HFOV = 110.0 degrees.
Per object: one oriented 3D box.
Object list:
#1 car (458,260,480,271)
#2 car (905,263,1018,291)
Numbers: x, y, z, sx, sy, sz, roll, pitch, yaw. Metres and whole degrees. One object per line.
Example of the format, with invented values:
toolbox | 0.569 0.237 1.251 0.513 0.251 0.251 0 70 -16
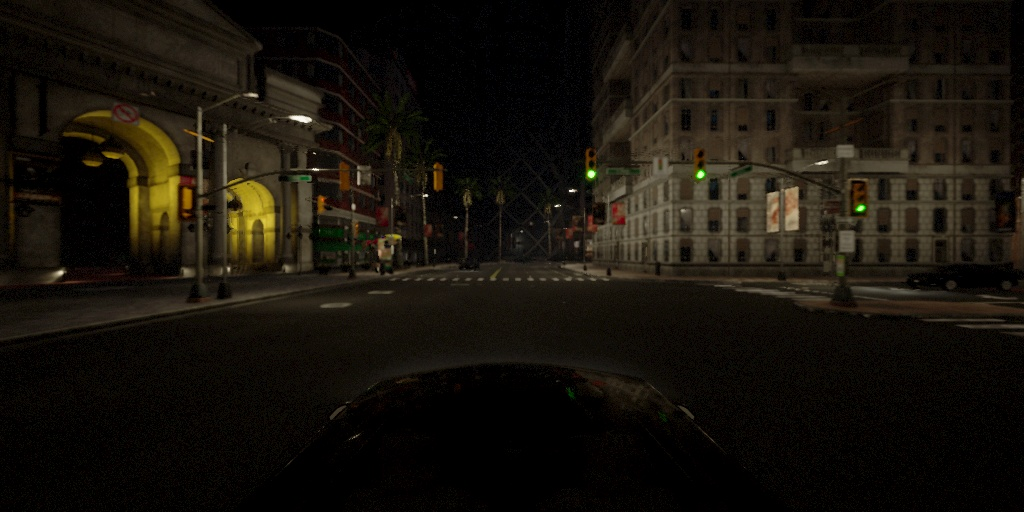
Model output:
car | -5.498 1.193 46.910 2.033 1.411 5.357 0 0 8
car | 25.765 1.174 20.653 5.008 1.535 1.882 0 0 0
